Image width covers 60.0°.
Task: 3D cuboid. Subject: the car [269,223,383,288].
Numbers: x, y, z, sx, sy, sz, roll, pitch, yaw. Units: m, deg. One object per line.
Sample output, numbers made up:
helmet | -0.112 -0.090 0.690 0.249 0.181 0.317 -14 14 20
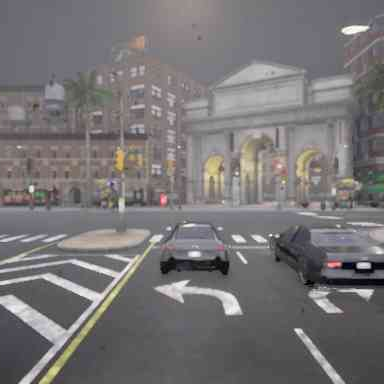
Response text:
car | 3.601 1.595 9.427 2.033 1.411 5.357 0 0 1

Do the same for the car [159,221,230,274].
car | 0.085 1.617 10.724 1.994 1.385 4.181 0 0 0
